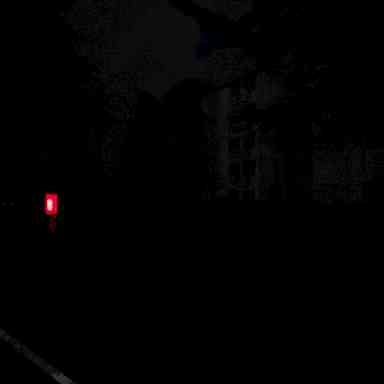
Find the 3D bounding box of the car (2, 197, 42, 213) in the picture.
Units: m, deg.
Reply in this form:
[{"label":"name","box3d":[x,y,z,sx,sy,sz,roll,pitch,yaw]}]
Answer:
[{"label":"car","box3d":[-18.874,1.285,36.768,2.097,1.767,4.553,0,0,-2]}]

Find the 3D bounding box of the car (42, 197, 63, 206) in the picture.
[{"label":"car","box3d":[-21.224,1.504,50.828,1.994,1.385,4.181,0,0,11]}]
